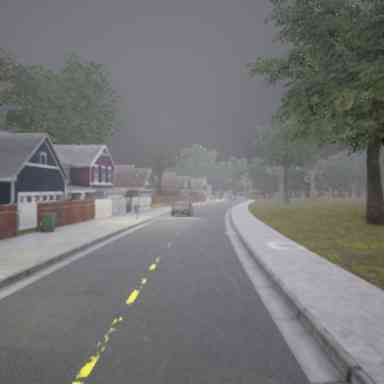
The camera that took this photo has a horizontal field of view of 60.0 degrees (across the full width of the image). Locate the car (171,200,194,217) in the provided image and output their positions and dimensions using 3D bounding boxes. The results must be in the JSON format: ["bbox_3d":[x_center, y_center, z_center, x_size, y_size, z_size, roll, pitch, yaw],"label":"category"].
[{"bbox_3d":[-0.914,1.596,33.108,1.837,1.490,4.892,0,0,6],"label":"car"}]
